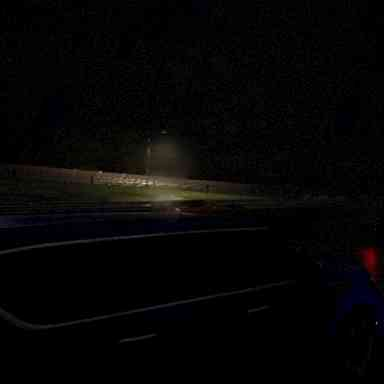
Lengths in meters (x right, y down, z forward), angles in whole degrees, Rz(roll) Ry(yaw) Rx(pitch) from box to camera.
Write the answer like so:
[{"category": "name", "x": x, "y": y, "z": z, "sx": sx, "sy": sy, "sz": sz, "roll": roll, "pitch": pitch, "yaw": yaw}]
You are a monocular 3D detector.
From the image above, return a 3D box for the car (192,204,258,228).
[{"category": "car", "x": 2.304, "y": 1.584, "z": 22.824, "sx": 4.181, "sy": 1.385, "sz": 1.994, "roll": 0, "pitch": 0, "yaw": -35}]

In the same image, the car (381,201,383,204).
[{"category": "car", "x": 31.634, "y": 1.609, "z": 52.259, "sx": 4.902, "sy": 1.511, "sz": 2.128, "roll": 0, "pitch": 0, "yaw": -35}]

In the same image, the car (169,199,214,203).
[{"category": "car", "x": -0.003, "y": 1.372, "z": 25.478, "sx": 4.553, "sy": 1.767, "sz": 2.097, "roll": 0, "pitch": 0, "yaw": -35}]

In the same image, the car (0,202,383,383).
[{"category": "car", "x": -0.117, "y": 1.224, "z": 3.661, "sx": 5.566, "sy": 2.045, "sz": 2.150, "roll": 0, "pitch": 0, "yaw": -35}]

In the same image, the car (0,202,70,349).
[{"category": "car", "x": -4.844, "y": 1.219, "z": 4.590, "sx": 5.566, "sy": 2.045, "sz": 2.150, "roll": 0, "pitch": 0, "yaw": -35}]

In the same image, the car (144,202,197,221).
[{"category": "car", "x": -1.806, "y": 1.584, "z": 28.490, "sx": 4.181, "sy": 1.385, "sz": 1.994, "roll": 0, "pitch": 0, "yaw": -35}]
